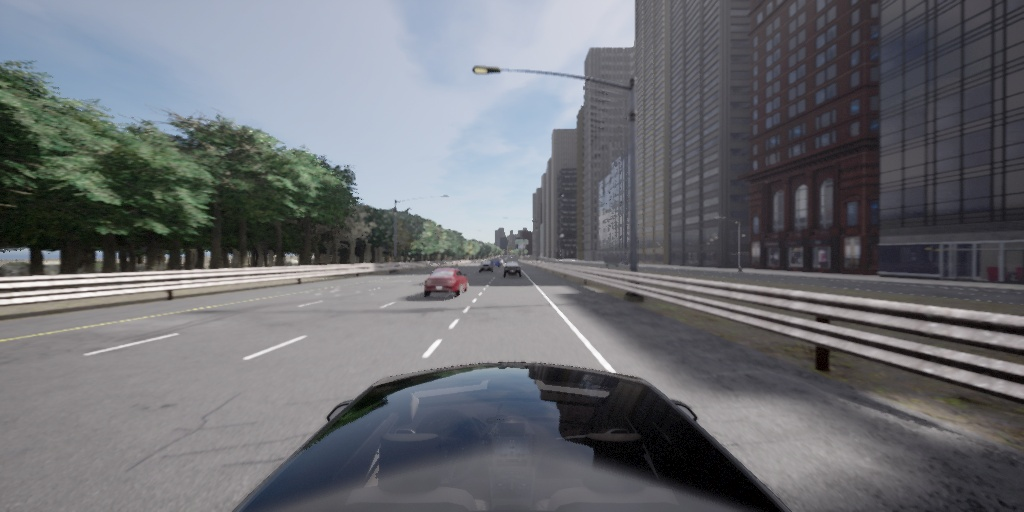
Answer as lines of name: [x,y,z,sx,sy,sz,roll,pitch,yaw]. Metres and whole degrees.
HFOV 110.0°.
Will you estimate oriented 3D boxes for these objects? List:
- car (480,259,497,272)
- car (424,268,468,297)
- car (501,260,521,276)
car: [-3.621,1.597,52.109,1.837,1.490,4.892,0,0,0]
car: [-3.513,1.381,19.563,1.812,1.442,4.674,0,0,0]
car: [0.030,1.484,41.109,1.882,1.535,5.008,0,0,0]
